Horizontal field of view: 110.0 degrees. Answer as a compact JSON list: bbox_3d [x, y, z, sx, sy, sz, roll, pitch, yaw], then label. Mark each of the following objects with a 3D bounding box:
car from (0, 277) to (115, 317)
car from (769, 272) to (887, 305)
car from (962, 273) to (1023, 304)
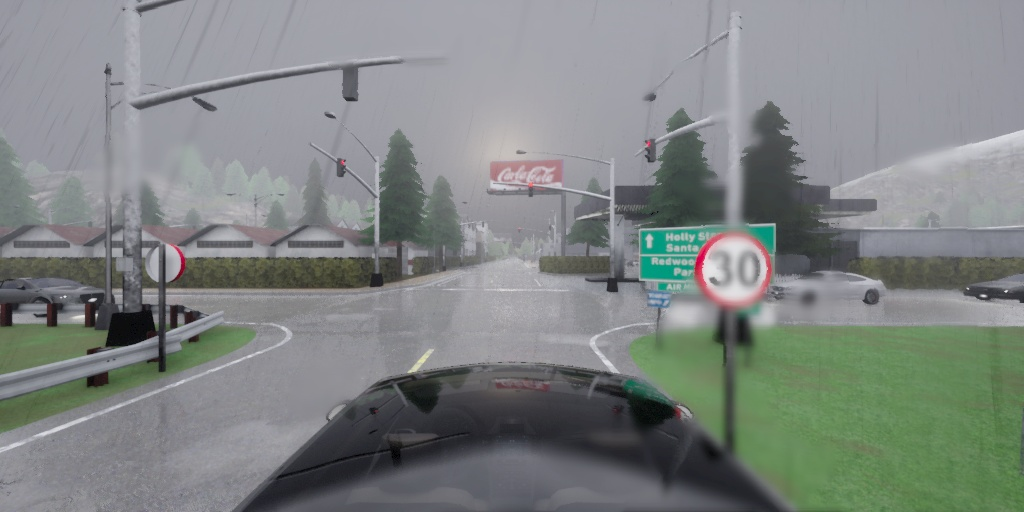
[{"bbox_3d":[-18.053,1.505,13.761,4.181,1.385,1.994,0,0,1],"label":"car"},{"bbox_3d":[14.857,1.466,16.935,4.674,1.442,1.812,0,0,0],"label":"car"},{"bbox_3d":[24.810,1.488,16.803,5.357,1.411,2.033,0,0,1],"label":"car"}]
